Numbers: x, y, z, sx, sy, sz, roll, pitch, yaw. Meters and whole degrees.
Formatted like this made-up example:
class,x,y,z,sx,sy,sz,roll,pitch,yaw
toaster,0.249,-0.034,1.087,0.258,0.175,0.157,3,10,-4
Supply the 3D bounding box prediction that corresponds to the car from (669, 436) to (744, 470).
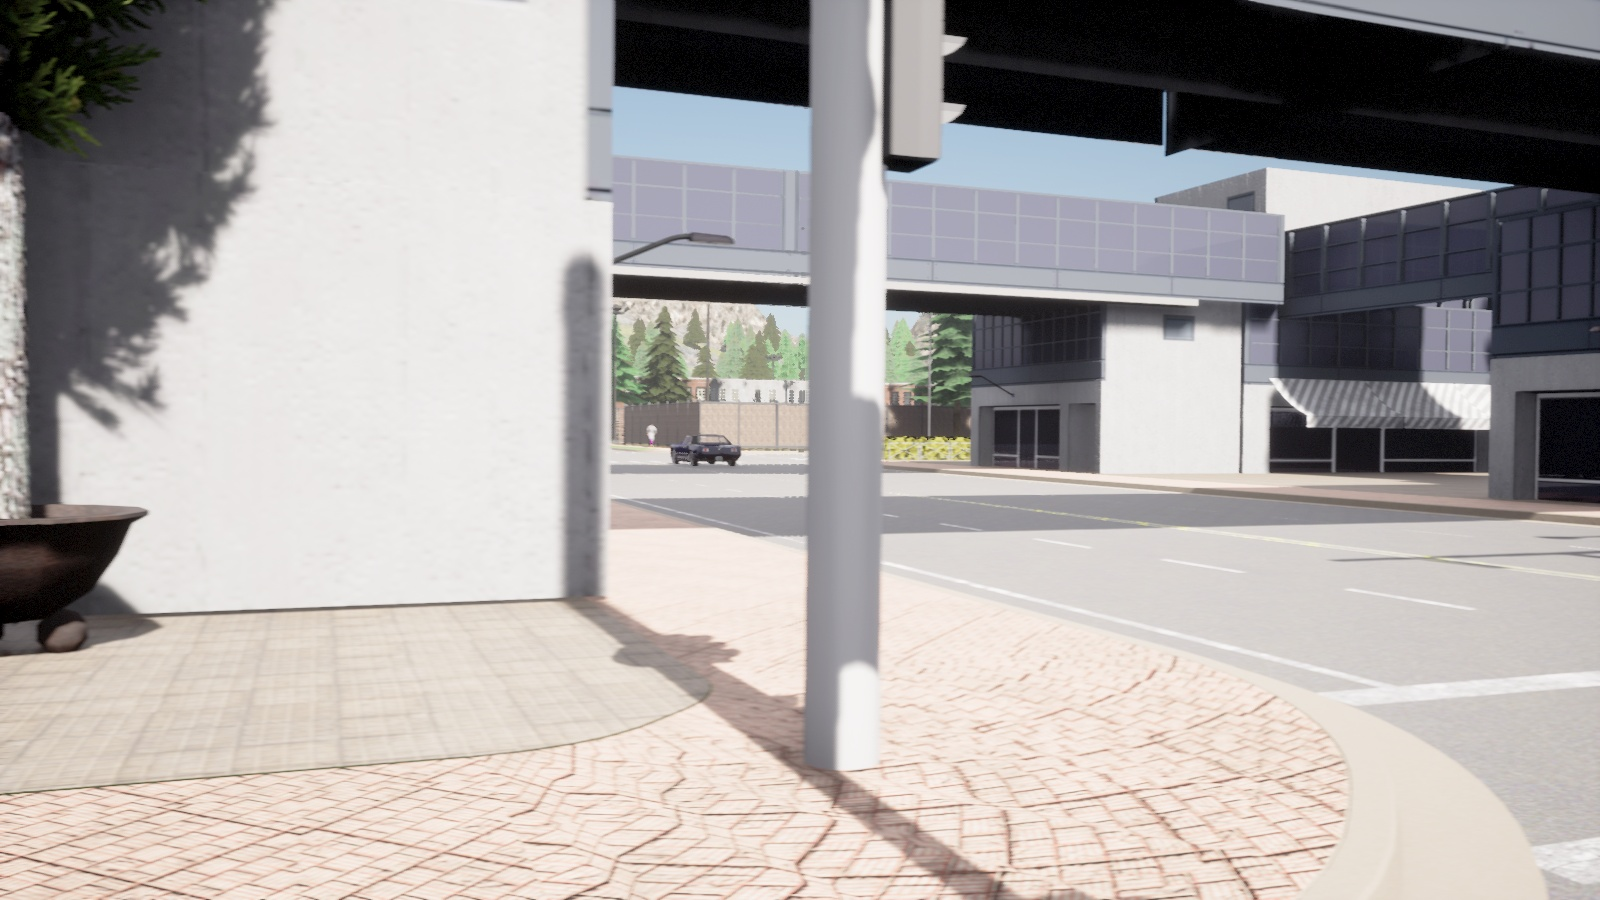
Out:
class,x,y,z,sx,sy,sz,roll,pitch,yaw
car,-3.981,0.090,52.746,1.895,1.301,4.718,-1,1,-21
